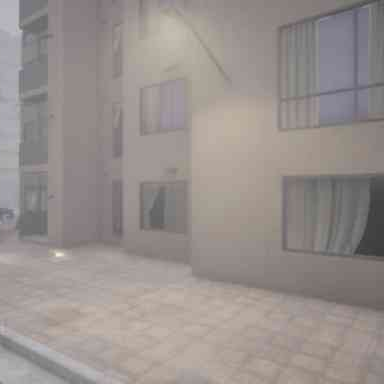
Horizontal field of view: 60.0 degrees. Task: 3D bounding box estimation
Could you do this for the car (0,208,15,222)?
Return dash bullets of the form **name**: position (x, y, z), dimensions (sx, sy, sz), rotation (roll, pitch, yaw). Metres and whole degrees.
- **car**: position (-15.547, 1.473, 24.134), dimensions (1.882, 1.535, 5.008), rotation (-1, 0, 33)
